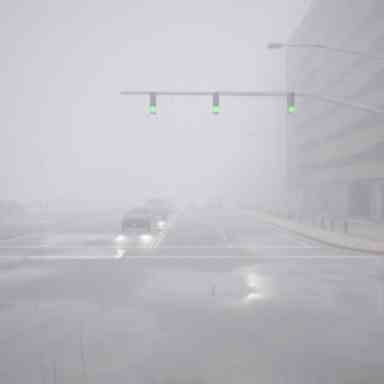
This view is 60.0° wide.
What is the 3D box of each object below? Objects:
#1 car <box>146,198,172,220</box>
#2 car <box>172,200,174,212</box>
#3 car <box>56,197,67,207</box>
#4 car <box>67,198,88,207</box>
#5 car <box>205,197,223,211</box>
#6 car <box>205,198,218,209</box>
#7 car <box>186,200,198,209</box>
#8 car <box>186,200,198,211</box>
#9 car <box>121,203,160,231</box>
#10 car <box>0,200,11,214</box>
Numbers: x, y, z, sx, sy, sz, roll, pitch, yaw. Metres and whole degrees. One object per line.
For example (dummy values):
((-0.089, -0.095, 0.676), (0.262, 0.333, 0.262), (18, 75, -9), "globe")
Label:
((-3.583, 1.635, 33.358), (2.150, 2.045, 5.566), (0, -1, 0), "car")
((-3.575, 1.759, 44.269), (2.150, 2.045, 5.566), (0, -1, 0), "car")
((-23.929, 1.892, 62.203), (1.905, 1.878, 3.866), (0, -1, 0), "car")
((-21.035, 1.889, 62.138), (1.932, 1.855, 4.605), (0, -1, 0), "car")
((3.511, 1.841, 51.210), (2.150, 2.045, 5.566), (0, -1, 0), "car")
((3.513, 2.080, 60.724), (2.097, 1.767, 4.553), (0, -1, 0), "car")
((0.013, 2.219, 60.753), (2.128, 1.511, 4.902), (0, -1, 0), "car")
((0.011, 2.150, 51.777), (1.812, 1.442, 4.674), (0, -1, 0), "car")
((-3.585, 1.772, 23.088), (1.882, 1.535, 5.008), (0, -1, 0), "car")
((-26.700, 1.930, 44.745), (1.970, 1.475, 3.806), (0, -1, 0), "car")
